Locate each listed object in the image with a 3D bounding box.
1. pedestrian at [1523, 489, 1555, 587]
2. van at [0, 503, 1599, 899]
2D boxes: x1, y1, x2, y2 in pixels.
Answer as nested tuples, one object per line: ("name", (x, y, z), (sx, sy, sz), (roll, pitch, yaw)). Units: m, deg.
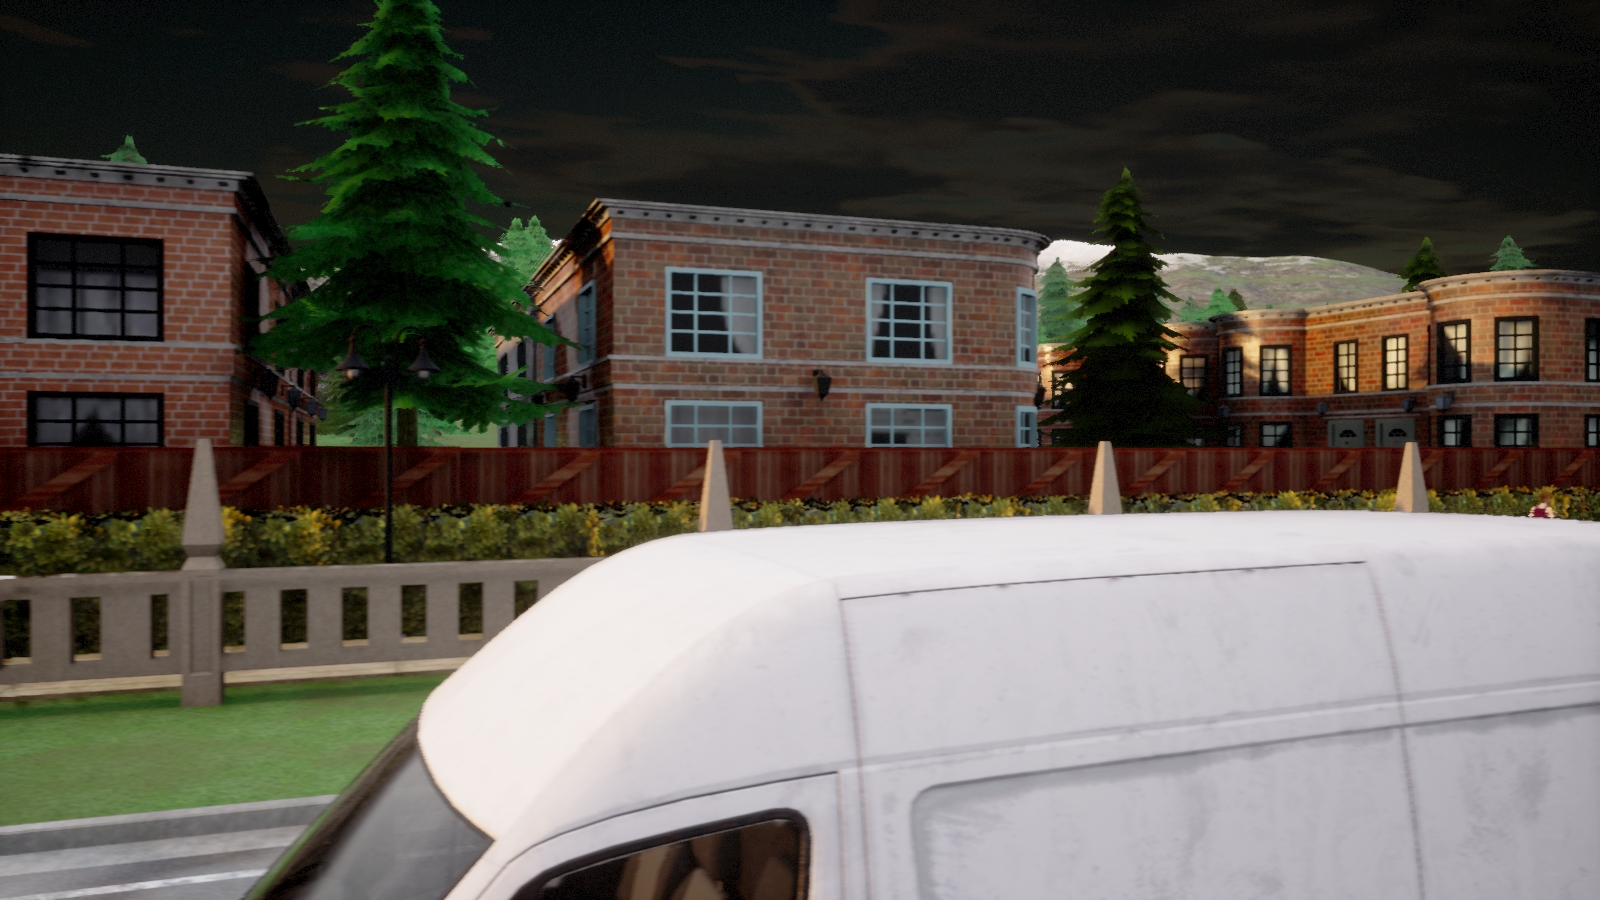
("pedestrian", (14.356, 1.699, 22.196), (0.375, 1.860, 0.375), (0, 0, -20))
("van", (0.339, 1.534, 3.422), (5.915, 2.561, 1.988), (0, 0, -20))
